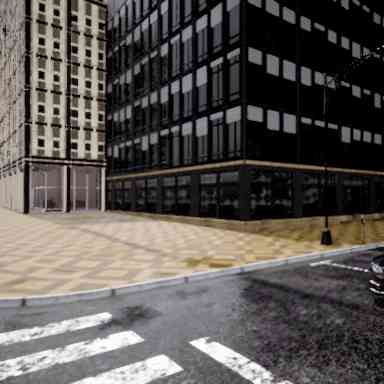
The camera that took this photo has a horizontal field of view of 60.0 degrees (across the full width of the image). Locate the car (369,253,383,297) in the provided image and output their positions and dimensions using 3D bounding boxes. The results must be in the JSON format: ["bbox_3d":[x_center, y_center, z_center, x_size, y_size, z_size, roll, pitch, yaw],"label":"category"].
[{"bbox_3d":[5.944,1.560,7.608,4.902,1.511,2.128,0,-1,-35],"label":"car"}]
